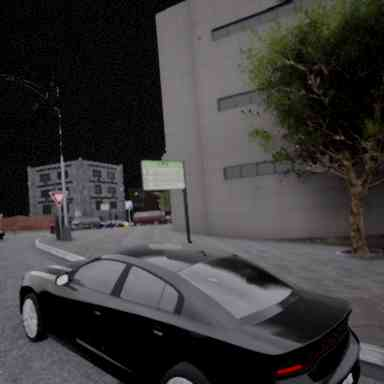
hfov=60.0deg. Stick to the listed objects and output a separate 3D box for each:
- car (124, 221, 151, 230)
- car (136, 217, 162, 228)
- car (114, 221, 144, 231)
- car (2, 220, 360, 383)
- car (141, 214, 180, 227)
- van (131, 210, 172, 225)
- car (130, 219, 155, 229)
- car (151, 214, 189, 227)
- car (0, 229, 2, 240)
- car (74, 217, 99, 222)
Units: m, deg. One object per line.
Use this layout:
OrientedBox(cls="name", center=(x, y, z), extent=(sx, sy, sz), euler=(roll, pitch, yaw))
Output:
OrientedBox(cls="car", center=(-10.308, 6.381, 62.771), extent=(4.674, 1.452, 2.002), euler=(-6, -7, 22))
OrientedBox(cls="car", center=(-6.599, 4.789, 51.676), extent=(1.837, 1.490, 4.892), euler=(-6, -8, 22))
OrientedBox(cls="car", center=(-11.365, 6.121, 60.203), extent=(4.792, 1.488, 2.163), euler=(-6, -7, 22))
OrientedBox(cls="car", center=(-0.535, 1.438, 4.495), extent=(5.008, 1.535, 1.882), euler=(1, 1, 40))
OrientedBox(cls="car", center=(-4.281, 3.920, 45.428), extent=(4.792, 1.488, 2.163), euler=(-6, -7, 22))
OrientedBox(cls="van", center=(-5.293, 3.453, 42.860), extent=(4.442, 1.987, 1.878), euler=(-6, -7, 22))
OrientedBox(cls="car", center=(-8.265, 5.421, 55.858), extent=(1.812, 1.442, 4.674), euler=(-6, -8, 22))
OrientedBox(cls="car", center=(-3.216, 4.124, 48.044), extent=(5.008, 1.535, 2.097), euler=(-6, -7, 22))
OrientedBox(cls="car", center=(-17.728, 3.570, 28.510), extent=(4.718, 1.301, 1.895), euler=(-8, -5, 44))
OrientedBox(cls="car", center=(-14.163, 4.282, 41.851), extent=(1.994, 1.385, 4.181), euler=(-6, -6, 23))
